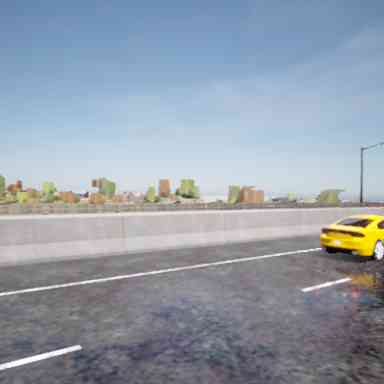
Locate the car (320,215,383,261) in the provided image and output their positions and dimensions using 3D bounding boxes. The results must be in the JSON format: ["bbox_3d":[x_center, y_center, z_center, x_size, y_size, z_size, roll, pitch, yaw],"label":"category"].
[{"bbox_3d":[7.150,1.655,13.115,5.008,1.535,1.882,1,0,-35],"label":"car"}]
